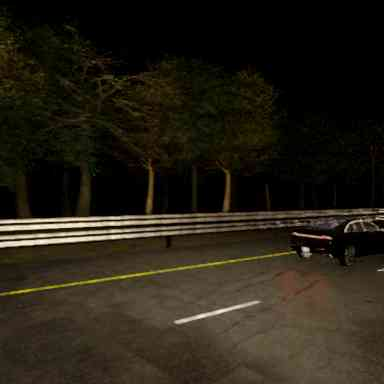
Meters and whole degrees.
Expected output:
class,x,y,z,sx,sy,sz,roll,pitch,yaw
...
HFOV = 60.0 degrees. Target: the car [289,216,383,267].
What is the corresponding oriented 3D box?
class,x,y,z,sx,sy,sz,roll,pitch,yaw
car,5.611,1.648,12.052,4.902,1.511,2.128,1,0,-36
